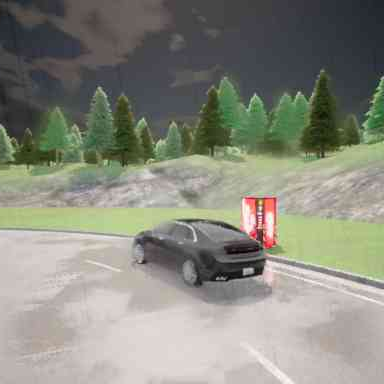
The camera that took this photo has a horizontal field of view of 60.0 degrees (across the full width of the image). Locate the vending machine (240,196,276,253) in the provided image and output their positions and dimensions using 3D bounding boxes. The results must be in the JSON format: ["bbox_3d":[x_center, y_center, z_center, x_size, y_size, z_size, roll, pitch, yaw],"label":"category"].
[{"bbox_3d":[2.591,1.195,12.978,1.100,2.100,0.880,0,0,-40],"label":"vending machine"}]

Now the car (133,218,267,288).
[{"bbox_3d":[-0.067,1.507,9.481,1.837,1.490,4.892,1,0,-33],"label":"car"}]
